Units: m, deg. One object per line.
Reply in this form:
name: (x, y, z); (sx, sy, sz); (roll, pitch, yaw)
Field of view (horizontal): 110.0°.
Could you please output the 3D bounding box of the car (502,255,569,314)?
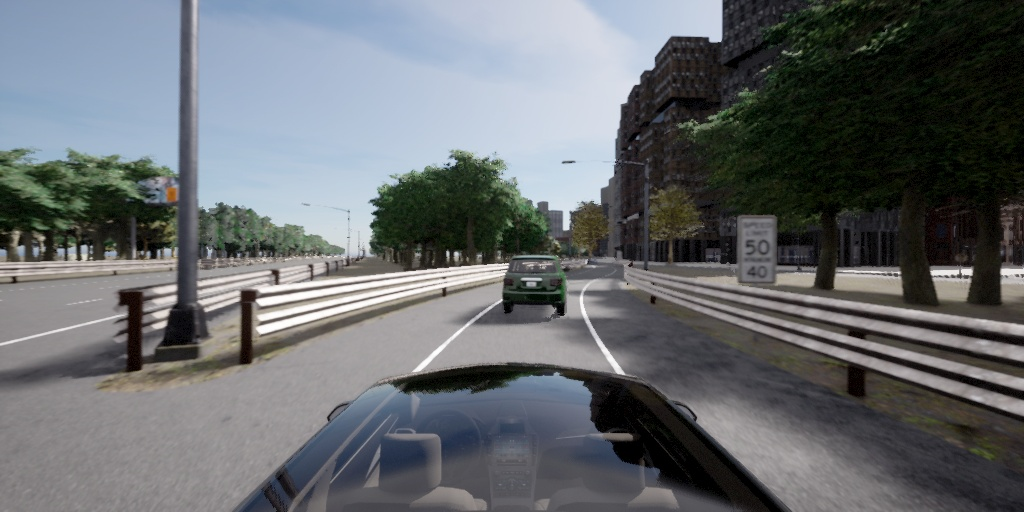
car: (1.041, 0.997, 14.037); (2.150, 2.045, 5.566); (0, 0, 9)
